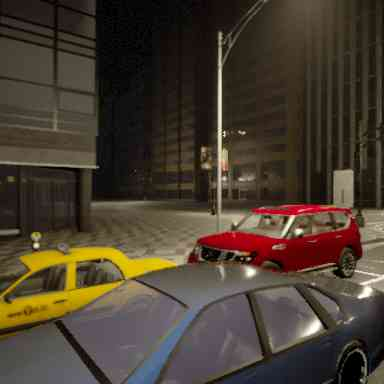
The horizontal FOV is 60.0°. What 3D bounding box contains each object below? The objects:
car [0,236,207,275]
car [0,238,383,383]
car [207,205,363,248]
[{"bbox_3d":[-2.254,1.523,5.150,4.829,1.417,1.752,0,1,-36],"label":"car"},{"bbox_3d":[0.067,1.544,3.386,5.357,1.411,2.033,0,0,-35],"label":"car"},{"bbox_3d":[2.328,1.302,8.421,5.009,1.841,2.192,0,1,-36],"label":"car"}]
